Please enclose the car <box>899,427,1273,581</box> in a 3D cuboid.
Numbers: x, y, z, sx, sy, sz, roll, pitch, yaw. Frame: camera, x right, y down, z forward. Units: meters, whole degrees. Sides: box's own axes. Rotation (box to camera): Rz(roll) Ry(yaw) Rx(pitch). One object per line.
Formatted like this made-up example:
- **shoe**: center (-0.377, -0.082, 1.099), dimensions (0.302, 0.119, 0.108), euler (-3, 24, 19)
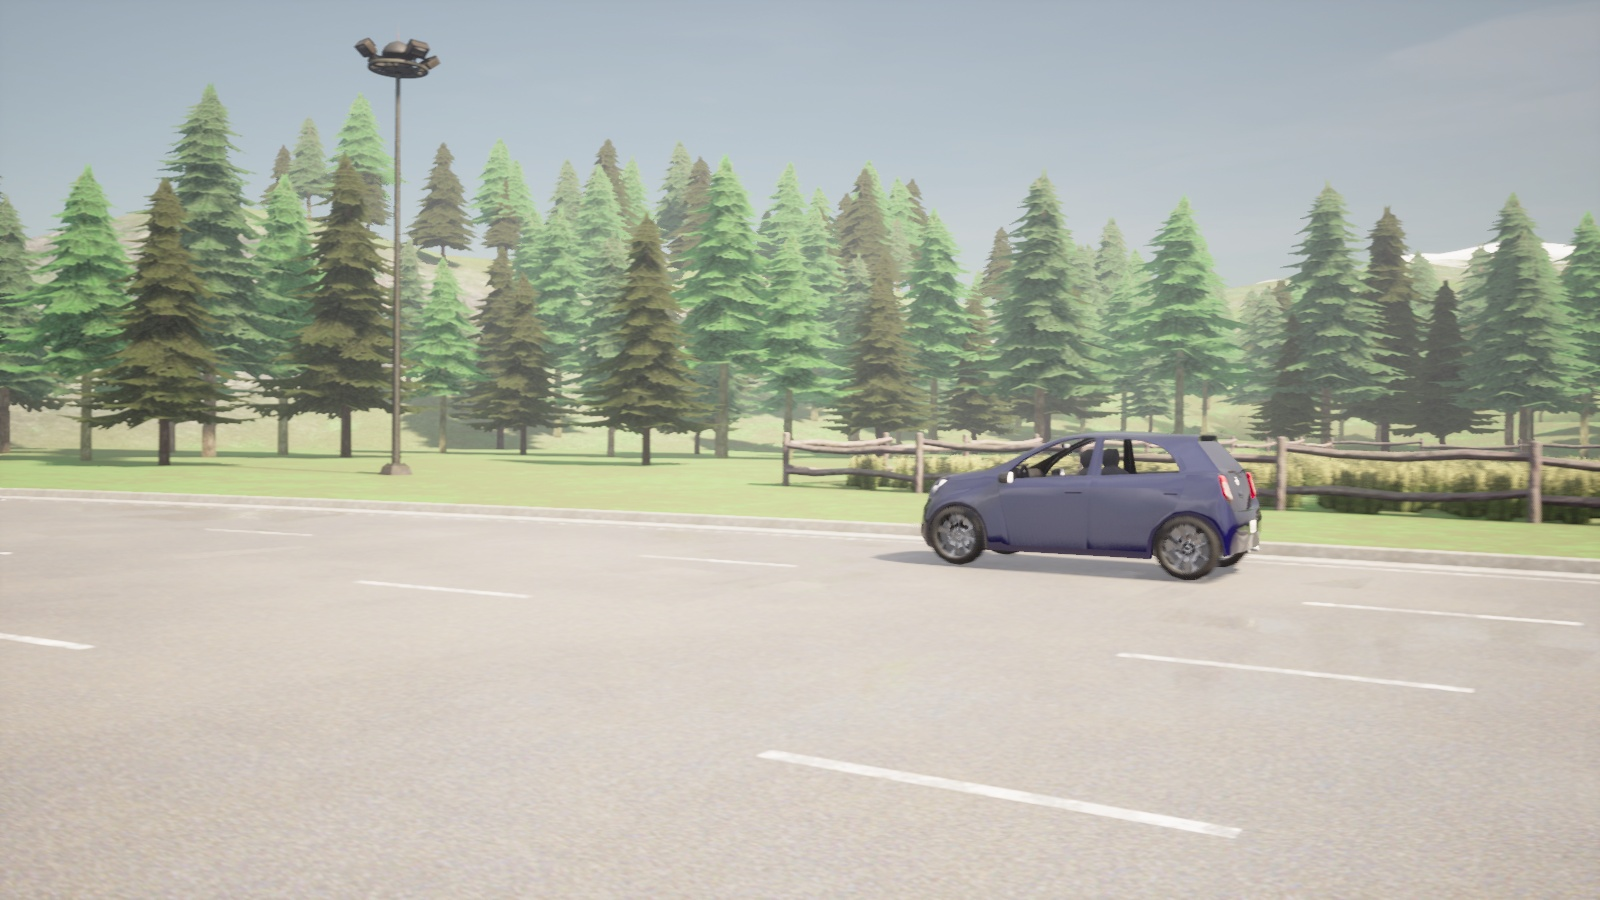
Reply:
- **car**: center (3.147, 0.512, 13.897), dimensions (3.633, 1.501, 1.845), euler (0, 1, 31)
